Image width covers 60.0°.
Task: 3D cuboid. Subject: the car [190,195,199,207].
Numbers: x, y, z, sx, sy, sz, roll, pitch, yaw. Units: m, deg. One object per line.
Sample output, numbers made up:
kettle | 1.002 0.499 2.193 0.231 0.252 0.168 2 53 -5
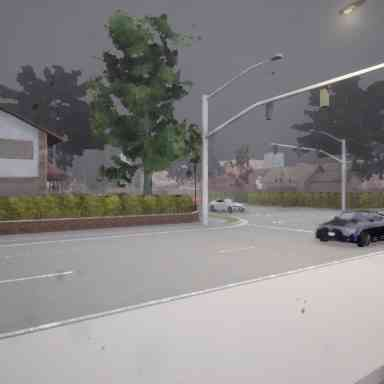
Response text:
car | -1.666 1.381 43.761 2.128 1.511 4.902 0 0 -36

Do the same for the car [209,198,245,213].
car | 3.737 1.435 36.320 1.812 1.442 4.674 0 0 -36

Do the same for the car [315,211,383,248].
car | 7.358 1.529 14.677 4.181 1.385 1.994 0 0 -33
